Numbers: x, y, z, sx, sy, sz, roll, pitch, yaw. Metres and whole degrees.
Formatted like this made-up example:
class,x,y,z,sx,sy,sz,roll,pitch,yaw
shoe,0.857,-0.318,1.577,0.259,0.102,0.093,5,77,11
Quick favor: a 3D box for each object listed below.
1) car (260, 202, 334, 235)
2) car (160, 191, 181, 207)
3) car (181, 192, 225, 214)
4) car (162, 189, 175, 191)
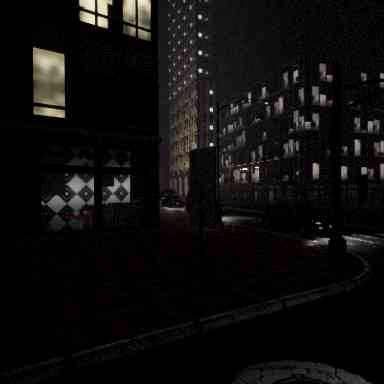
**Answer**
class,x,y,z,sx,sy,sz,roll,pitch,yaw
car,5.659,1.365,18.050,1.837,1.490,4.892,-1,1,-24
car,-2.395,1.036,40.667,1.837,1.490,4.892,-1,1,-18
car,1.031,0.902,30.551,2.150,2.045,5.566,-1,1,-19
car,-4.035,0.537,54.629,2.150,2.045,5.566,-1,1,-18
